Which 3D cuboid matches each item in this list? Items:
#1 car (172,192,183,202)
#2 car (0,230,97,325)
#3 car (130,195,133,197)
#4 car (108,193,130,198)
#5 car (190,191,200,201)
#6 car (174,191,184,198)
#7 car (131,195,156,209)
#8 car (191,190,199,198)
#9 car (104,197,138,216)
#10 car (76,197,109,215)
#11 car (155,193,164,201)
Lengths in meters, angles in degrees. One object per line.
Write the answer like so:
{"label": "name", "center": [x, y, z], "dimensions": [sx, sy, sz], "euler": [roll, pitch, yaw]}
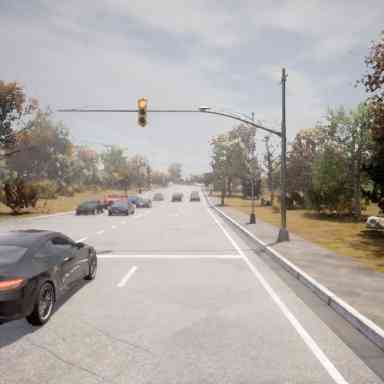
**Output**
{"label": "car", "center": [-2.877, 1.010, 64.109], "dimensions": [1.837, 1.490, 4.892], "euler": [0, 3, 1]}
{"label": "car", "center": [-3.403, 1.526, 6.968], "dimensions": [1.812, 1.442, 4.674], "euler": [0, 0, -1]}
{"label": "car", "center": [-10.118, 1.308, 57.164], "dimensions": [1.882, 1.535, 5.008], "euler": [0, 2, 0]}
{"label": "car", "center": [-10.247, 1.221, 44.503], "dimensions": [2.150, 2.045, 5.566], "euler": [0, 0, 0]}
{"label": "car", "center": [0.628, 1.079, 64.588], "dimensions": [1.895, 1.301, 4.718], "euler": [0, 3, 1]}
{"label": "car", "center": [-2.884, 0.587, 74.043], "dimensions": [1.895, 1.301, 4.718], "euler": [0, 3, 1]}
{"label": "car", "center": [-6.728, 1.491, 46.571], "dimensions": [2.128, 1.511, 4.902], "euler": [0, 0, 1]}
{"label": "car", "center": [0.623, 0.493, 74.461], "dimensions": [1.812, 1.442, 4.674], "euler": [0, 3, 1]}
{"label": "car", "center": [-6.856, 1.526, 32.730], "dimensions": [1.812, 1.442, 4.674], "euler": [0, 0, 0]}
{"label": "car", "center": [-10.343, 1.504, 34.129], "dimensions": [1.837, 1.490, 4.892], "euler": [0, 0, 1]}
{"label": "car", "center": [-6.505, 0.981, 64.707], "dimensions": [1.837, 1.490, 4.892], "euler": [0, 3, 1]}
